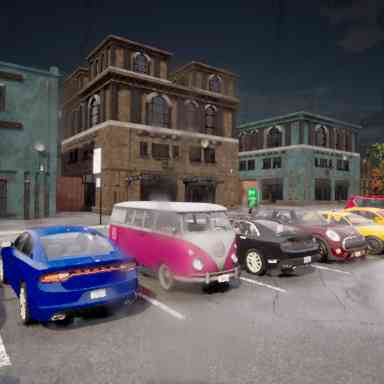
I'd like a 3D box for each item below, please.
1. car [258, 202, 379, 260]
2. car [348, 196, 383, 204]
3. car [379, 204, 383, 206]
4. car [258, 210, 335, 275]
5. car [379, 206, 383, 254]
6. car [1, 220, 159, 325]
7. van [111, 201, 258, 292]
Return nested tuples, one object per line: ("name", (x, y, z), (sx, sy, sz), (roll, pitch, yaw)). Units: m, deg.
("car", (3.930, 1.356, 12.308), (2.185, 1.767, 4.553), (0, 0, -36))
("car", (10.653, 1.229, 17.046), (2.435, 2.045, 5.566), (0, 0, -36))
("car", (8.370, 1.481, 15.453), (2.097, 1.535, 5.008), (0, 0, -36))
("car", (1.587, 1.483, 10.584), (2.231, 1.521, 4.892), (0, 0, -36))
("car", (6.218, 1.478, 13.678), (1.946, 1.575, 5.366), (0, 0, -36))
("car", (-2.940, 1.480, 7.345), (2.097, 1.535, 5.008), (0, 0, -36))
("van", (-0.612, 1.256, 8.874), (1.878, 1.987, 4.442), (0, 0, -36))
